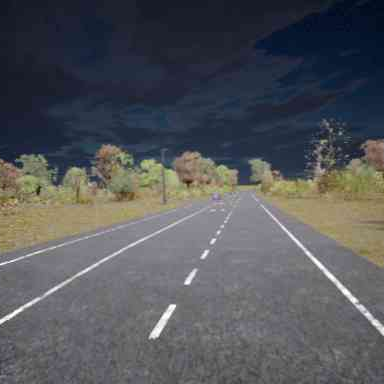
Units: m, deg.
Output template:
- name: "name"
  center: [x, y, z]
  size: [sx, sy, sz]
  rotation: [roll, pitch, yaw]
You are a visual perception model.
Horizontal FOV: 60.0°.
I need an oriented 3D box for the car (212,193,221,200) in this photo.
- name: "car"
  center: [5.686, 1.061, 76.644]
  size: [1.812, 1.442, 4.674]
  rotation: [-2, 0, 10]
